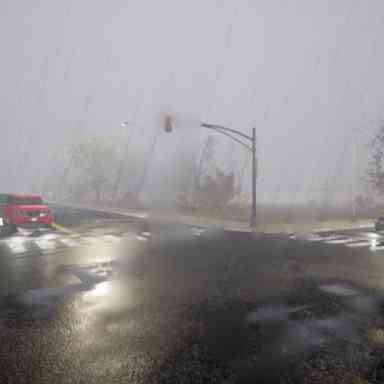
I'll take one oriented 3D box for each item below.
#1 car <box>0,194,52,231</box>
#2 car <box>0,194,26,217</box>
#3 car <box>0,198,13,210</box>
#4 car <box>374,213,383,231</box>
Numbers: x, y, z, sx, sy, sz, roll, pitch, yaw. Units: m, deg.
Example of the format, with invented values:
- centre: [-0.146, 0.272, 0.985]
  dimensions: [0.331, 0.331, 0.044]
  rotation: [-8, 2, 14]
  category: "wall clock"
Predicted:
- centre: [-10.481, 1.193, 20.998]
  dimensions: [2.150, 2.045, 5.566]
  rotation: [0, 0, -35]
  category: "car"
- centre: [-17.401, 1.177, 31.872]
  dimensions: [2.150, 2.045, 5.566]
  rotation: [0, 0, -32]
  category: "car"
- centre: [-24.814, 1.480, 43.519]
  dimensions: [2.033, 1.411, 5.357]
  rotation: [0, 0, -32]
  category: "car"
- centre: [13.276, 1.719, 20.833]
  dimensions: [4.892, 1.490, 1.837]
  rotation: [1, 0, -36]
  category: "car"
